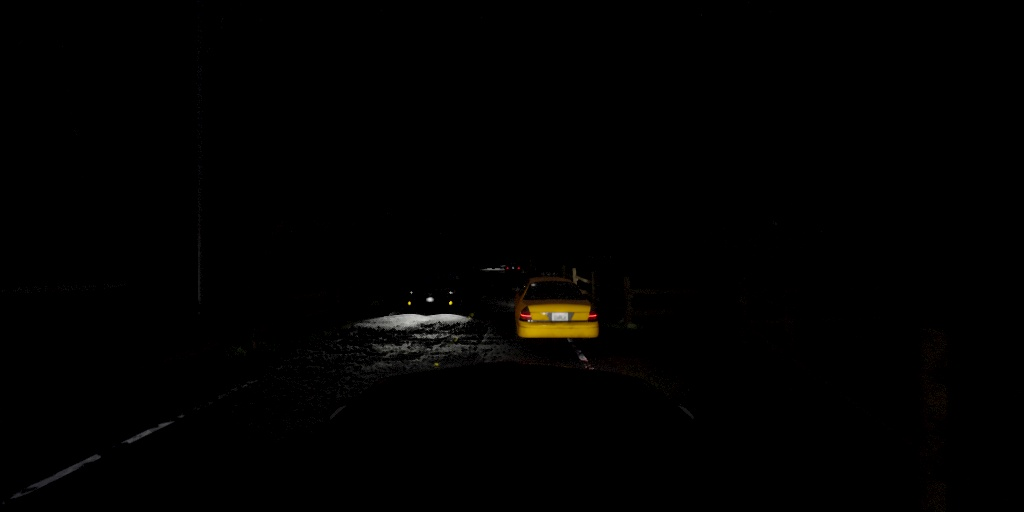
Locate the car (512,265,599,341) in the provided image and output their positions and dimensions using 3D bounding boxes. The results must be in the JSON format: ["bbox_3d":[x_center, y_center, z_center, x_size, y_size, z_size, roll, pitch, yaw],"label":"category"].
[{"bbox_3d":[0.972,1.204,9.814,1.801,1.575,5.366,0,0,0],"label":"car"}]

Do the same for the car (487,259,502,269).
[{"bbox_3d":[-2.779,1.332,56.352,1.994,1.385,4.181,0,0,0],"label":"car"}]

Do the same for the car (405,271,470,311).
[{"bbox_3d":[-2.836,1.311,14.377,1.994,1.385,4.181,0,0,0],"label":"car"}]

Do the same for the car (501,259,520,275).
[{"bbox_3d":[0.125,1.303,39.701,2.033,1.411,5.357,0,0,0],"label":"car"}]
